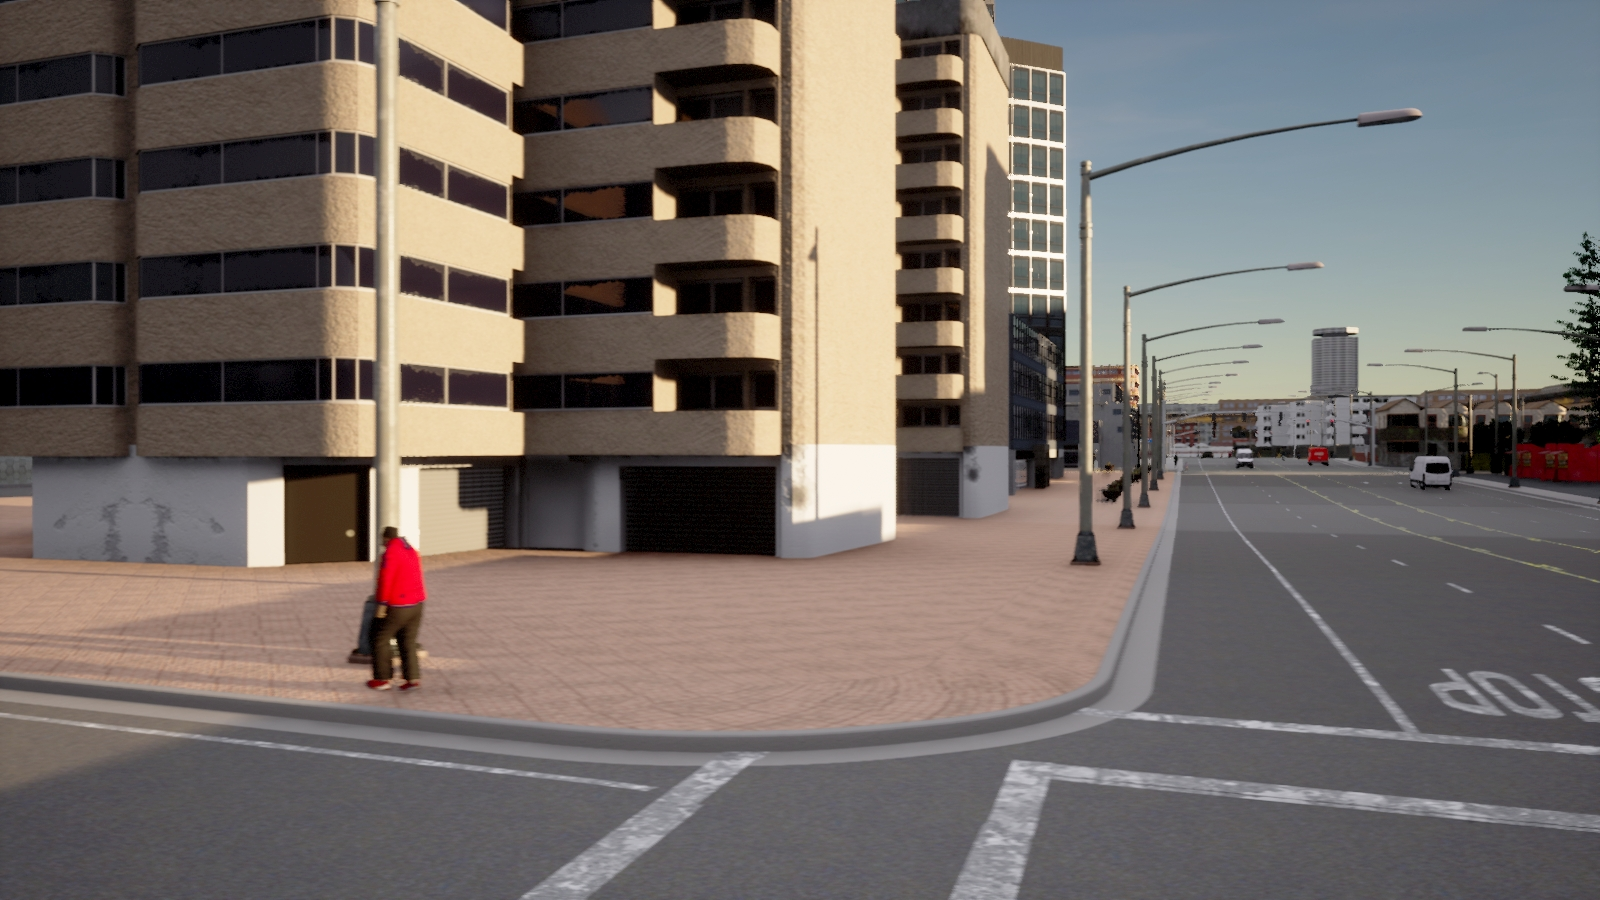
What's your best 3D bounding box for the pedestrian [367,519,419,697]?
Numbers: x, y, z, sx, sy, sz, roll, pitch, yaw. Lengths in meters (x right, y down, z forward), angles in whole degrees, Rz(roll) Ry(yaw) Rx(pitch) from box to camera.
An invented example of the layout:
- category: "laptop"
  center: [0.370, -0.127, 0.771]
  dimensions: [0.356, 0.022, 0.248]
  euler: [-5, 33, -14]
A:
- category: "pedestrian"
  center: [-4.388, 1.686, 12.324]
  dimensions: [0.375, 1.860, 0.375]
  euler: [0, 0, 20]
